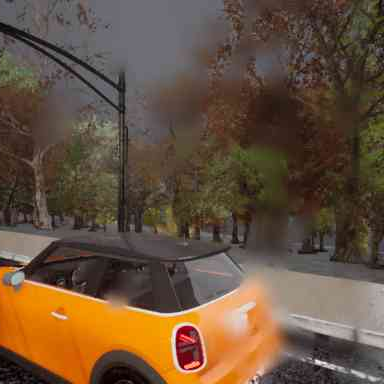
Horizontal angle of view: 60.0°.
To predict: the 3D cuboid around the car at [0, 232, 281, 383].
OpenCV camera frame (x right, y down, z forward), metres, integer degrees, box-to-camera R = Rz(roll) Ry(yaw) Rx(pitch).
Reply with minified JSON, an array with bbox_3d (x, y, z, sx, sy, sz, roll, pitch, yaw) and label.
[{"bbox_3d":[-1.239,1.351,4.581,4.553,1.767,2.097,0,0,36],"label":"car"}]
